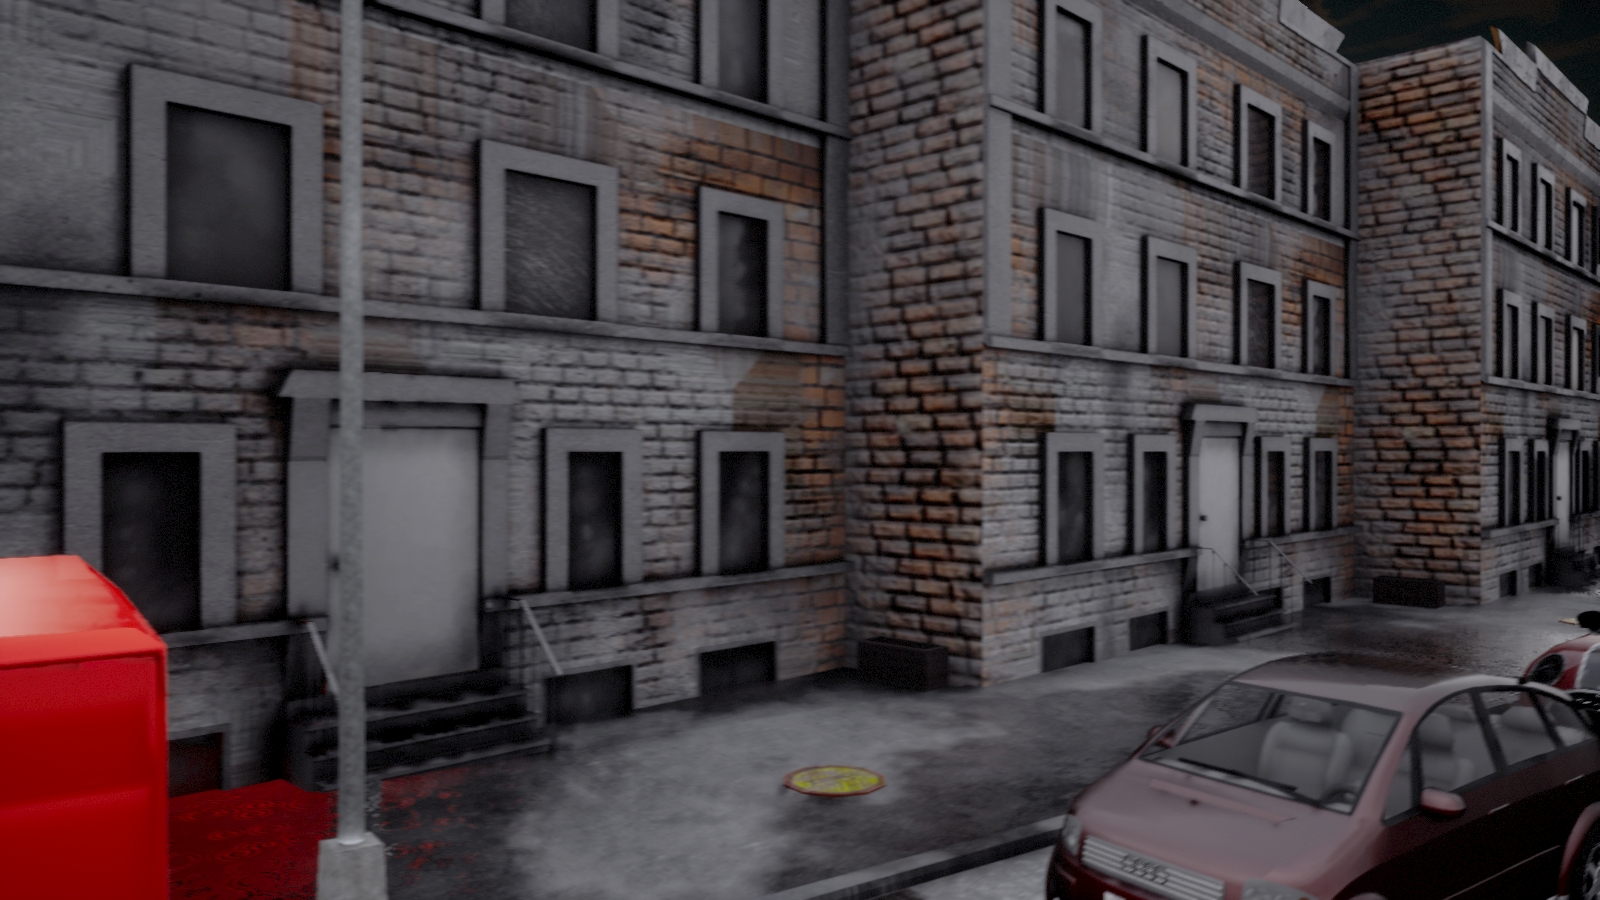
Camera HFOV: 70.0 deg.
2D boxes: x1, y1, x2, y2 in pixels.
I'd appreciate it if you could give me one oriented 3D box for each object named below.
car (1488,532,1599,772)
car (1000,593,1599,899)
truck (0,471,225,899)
[{"bbox_3d":[8.365,1.689,10.273,4.553,1.767,2.097,0,0,-35],"label":"car"},{"bbox_3d":[3.103,1.808,6.490,3.705,1.549,1.789,0,0,-35],"label":"car"},{"bbox_3d":[-3.860,1.338,1.530,5.204,2.467,2.627,-1,0,-35],"label":"truck"}]
